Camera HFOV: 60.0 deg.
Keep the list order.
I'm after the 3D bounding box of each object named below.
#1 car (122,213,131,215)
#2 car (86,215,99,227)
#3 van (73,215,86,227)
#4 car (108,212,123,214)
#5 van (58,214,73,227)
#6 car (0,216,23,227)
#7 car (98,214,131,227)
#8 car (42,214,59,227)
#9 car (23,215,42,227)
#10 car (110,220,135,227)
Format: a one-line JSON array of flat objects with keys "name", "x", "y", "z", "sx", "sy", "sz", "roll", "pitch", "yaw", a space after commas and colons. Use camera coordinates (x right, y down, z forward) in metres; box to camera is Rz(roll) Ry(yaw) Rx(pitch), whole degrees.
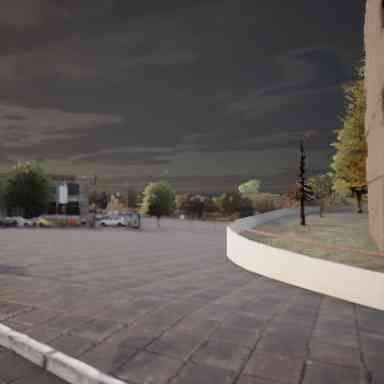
[{"name": "car", "x": -18.324, "y": 7.524, "z": 89.906, "sx": 1.946, "sy": 1.575, "sz": 5.366, "roll": 0, "pitch": 1, "yaw": 10}, {"name": "car", "x": -19.457, "y": 5.338, "z": 58.160, "sx": 4.892, "sy": 1.521, "sz": 2.231, "roll": 0, "pitch": -5, "yaw": 5}, {"name": "van", "x": -20.608, "y": 4.833, "z": 55.449, "sx": 4.442, "sy": 1.987, "sz": 1.878, "roll": 0, "pitch": -6, "yaw": 5}, {"name": "car", "x": -20.973, "y": 7.356, "z": 91.207, "sx": 2.185, "sy": 1.767, "sz": 4.553, "roll": 0, "pitch": 1, "yaw": 10}, {"name": "van", "x": -21.872, "y": 4.551, "z": 52.712, "sx": 4.442, "sy": 1.987, "sz": 1.878, "roll": 0, "pitch": -6, "yaw": 5}, {"name": "car", "x": -25.776, "y": 3.970, "z": 44.484, "sx": 4.674, "sy": 1.452, "sz": 2.002, "roll": 0, "pitch": -5, "yaw": 5}, {"name": "car", "x": -15.695, "y": 5.930, "z": 66.377, "sx": 5.566, "sy": 2.045, "sz": 2.435, "roll": 0, "pitch": -5, "yaw": 5}, {"name": "car", "x": -23.443, "y": 4.489, "z": 49.979, "sx": 5.366, "sy": 1.575, "sz": 1.946, "roll": 0, "pitch": -5, "yaw": 5}, {"name": "car", "x": -24.526, "y": 4.252, "z": 47.229, "sx": 4.674, "sy": 1.452, "sz": 2.002, "roll": 0, "pitch": -6, "yaw": 5}, {"name": "car", "x": -14.416, "y": 6.502, "z": 69.083, "sx": 4.674, "sy": 1.452, "sz": 2.002, "roll": 0, "pitch": -5, "yaw": 5}]
